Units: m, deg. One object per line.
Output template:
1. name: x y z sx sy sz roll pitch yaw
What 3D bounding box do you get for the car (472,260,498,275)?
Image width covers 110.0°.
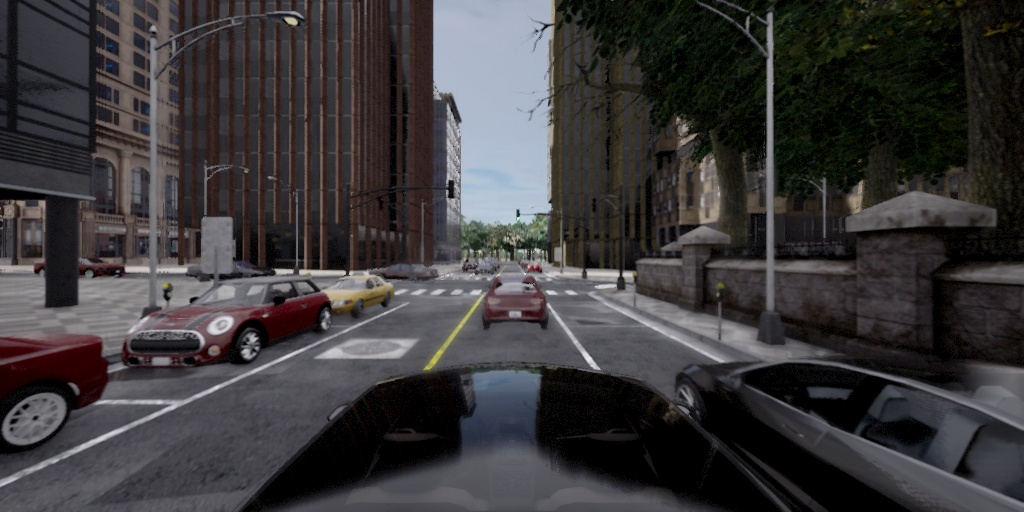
1. car: -3.078 1.457 41.308 1.994 1.385 4.181 0 0 1

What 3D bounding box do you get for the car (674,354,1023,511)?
1. car: 2.763 1.318 2.423 1.948 1.339 4.313 0 0 0

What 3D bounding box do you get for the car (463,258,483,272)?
1. car: -5.755 1.244 50.744 2.192 1.841 5.009 0 0 0

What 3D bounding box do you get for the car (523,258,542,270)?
1. car: 2.770 1.348 45.305 1.967 1.591 4.097 0 0 0

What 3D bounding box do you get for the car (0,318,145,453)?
1. car: -5.763 1.297 2.422 1.888 1.381 4.507 0 0 0

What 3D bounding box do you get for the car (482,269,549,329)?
1. car: 0.092 1.309 11.321 1.812 1.442 4.674 0 0 0

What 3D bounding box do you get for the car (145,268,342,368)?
1. car: -5.762 1.211 7.880 1.967 1.591 4.097 0 0 0

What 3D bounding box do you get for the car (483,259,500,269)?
1. car: -3.070 1.532 51.303 1.895 1.301 4.718 0 0 0

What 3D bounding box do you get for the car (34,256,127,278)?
1. car: -29.719 0.756 24.784 5.008 1.535 1.882 1 0 0

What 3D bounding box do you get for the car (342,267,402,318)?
1. car: -5.761 1.316 13.166 1.751 1.417 4.829 0 0 0

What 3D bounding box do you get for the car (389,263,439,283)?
1. car: -8.363 1.253 27.631 5.357 1.411 2.033 1 0 14

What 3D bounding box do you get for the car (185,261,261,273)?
1. car: -19.311 1.027 24.799 5.357 1.411 2.033 1 0 0

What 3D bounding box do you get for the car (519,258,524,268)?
1. car: 2.772 1.522 61.617 2.007 1.370 4.403 0 0 0
